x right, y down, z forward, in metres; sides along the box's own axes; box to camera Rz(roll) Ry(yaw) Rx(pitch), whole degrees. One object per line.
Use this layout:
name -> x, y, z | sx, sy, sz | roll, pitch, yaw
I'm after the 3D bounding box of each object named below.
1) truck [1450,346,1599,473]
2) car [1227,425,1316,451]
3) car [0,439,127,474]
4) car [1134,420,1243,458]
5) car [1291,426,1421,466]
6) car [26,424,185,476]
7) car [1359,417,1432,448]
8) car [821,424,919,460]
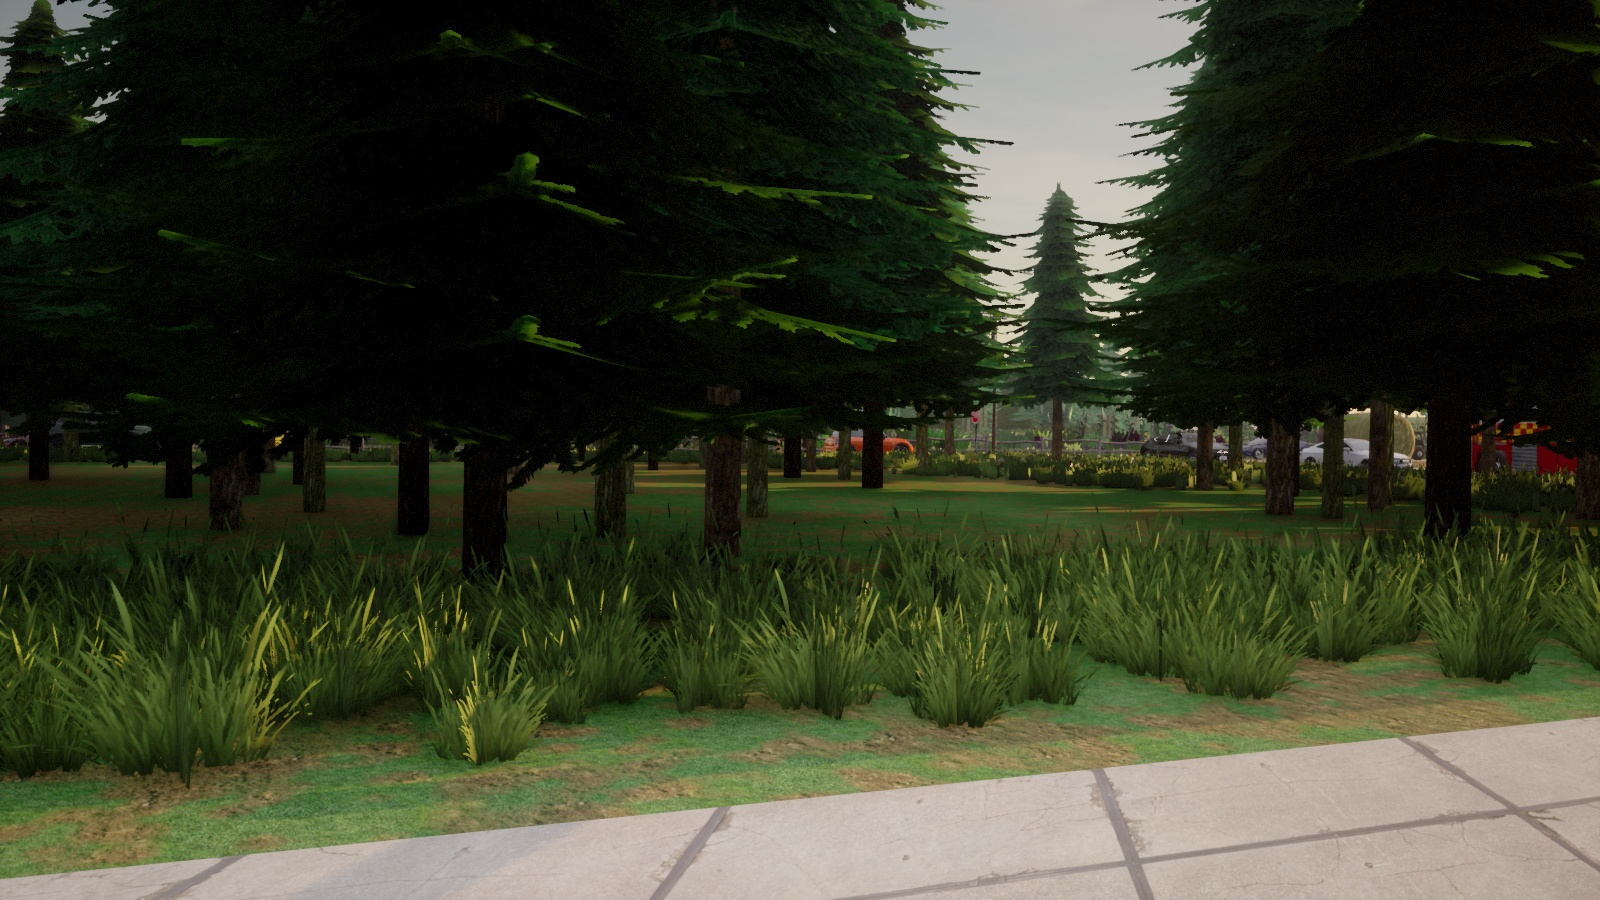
truck -> 24.896, -1.245, 39.123 | 2.891, 3.827, 8.468 | -1, 1, -21
car -> 28.677, -0.763, 76.392 | 4.792, 1.488, 2.163 | -1, 1, -18
car -> -32.556, 0.271, 55.574 | 4.674, 1.442, 1.812 | -1, 1, -20
car -> 17.767, -0.528, 57.734 | 2.152, 1.651, 5.027 | -1, 1, -21
car -> 21.358, -0.169, 48.465 | 1.812, 1.442, 4.674 | -1, 1, -21
car -> -29.204, -0.031, 53.053 | 5.566, 2.045, 2.150 | -1, 1, -20
car -> 37.596, -1.110, 79.296 | 3.866, 1.878, 1.905 | -1, 1, -18
car -> 3.577, -0.440, 64.520 | 4.553, 1.767, 2.097 | -1, 1, -18
